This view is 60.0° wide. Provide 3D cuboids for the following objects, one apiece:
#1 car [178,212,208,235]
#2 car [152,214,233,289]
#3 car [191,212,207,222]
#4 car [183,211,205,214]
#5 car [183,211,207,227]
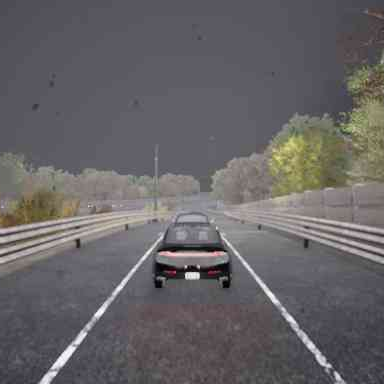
[{"bbox_3d":[0.102,2.124,23.294,1.895,1.301,4.718,0,-3,1],"label":"car"},{"bbox_3d":[0.008,1.579,9.357,2.128,1.511,4.902,0,-1,0],"label":"car"},{"bbox_3d":[0.986,3.304,44.723,1.895,1.301,4.718,0,-3,3],"label":"car"},{"bbox_3d":[0.021,1.719,15.642,1.882,1.535,5.008,0,-2,0],"label":"car"},{"bbox_3d":[0.374,2.482,31.359,2.033,1.411,5.357,0,-3,2],"label":"car"}]
